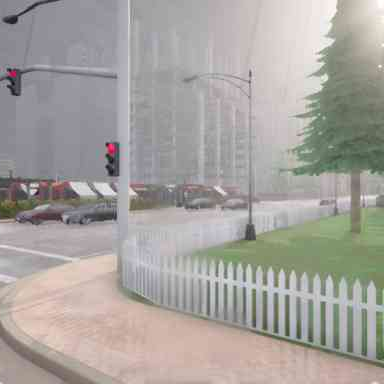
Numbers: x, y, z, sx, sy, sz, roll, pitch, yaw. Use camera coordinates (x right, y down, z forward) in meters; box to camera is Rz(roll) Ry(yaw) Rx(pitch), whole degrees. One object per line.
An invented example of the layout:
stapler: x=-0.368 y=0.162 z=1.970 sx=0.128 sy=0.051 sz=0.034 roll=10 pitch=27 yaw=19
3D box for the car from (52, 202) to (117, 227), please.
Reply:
car: x=-6.693 y=1.491 z=23.055 sx=2.128 sy=1.511 sz=4.902 roll=0 pitch=0 yaw=34

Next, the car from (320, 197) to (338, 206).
car: x=21.036 y=1.526 z=51.305 sx=1.812 sy=1.442 sz=4.674 roll=0 pitch=0 yaw=34

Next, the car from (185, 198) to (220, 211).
car: x=1.029 y=1.477 z=40.747 sx=1.882 sy=1.535 sz=5.008 roll=0 pitch=0 yaw=34

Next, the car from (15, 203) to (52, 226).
car: x=-10.248 y=1.525 z=24.003 sx=1.812 sy=1.442 sz=4.674 roll=0 pitch=0 yaw=34

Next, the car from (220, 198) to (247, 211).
car: x=5.157 y=1.525 z=40.591 sx=1.812 sy=1.442 sz=4.674 roll=0 pitch=0 yaw=34
